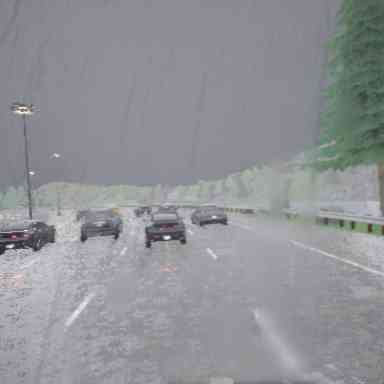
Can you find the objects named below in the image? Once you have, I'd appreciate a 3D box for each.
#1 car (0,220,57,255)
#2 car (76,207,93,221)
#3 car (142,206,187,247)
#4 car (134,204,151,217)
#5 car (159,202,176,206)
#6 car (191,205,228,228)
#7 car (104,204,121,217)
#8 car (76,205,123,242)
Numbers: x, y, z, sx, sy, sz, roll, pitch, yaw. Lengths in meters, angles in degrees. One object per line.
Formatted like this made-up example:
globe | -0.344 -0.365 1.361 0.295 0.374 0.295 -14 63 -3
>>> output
car | -8.561 2.238 17.488 1.837 1.490 4.892 -3 0 -8
car | -13.622 2.770 42.388 1.837 1.490 4.892 -3 0 -16
car | -1.393 1.719 16.656 1.837 1.490 4.892 -3 0 -7
car | -6.122 2.227 41.456 1.837 1.490 4.892 -3 0 -15
car | -3.206 2.055 43.977 1.812 1.442 4.674 -4 0 -16
car | 1.128 1.645 23.670 1.994 1.385 4.181 -4 0 -9
car | -11.453 2.621 47.450 1.882 1.535 5.008 -3 0 -18
car | -5.464 1.882 20.491 2.097 1.767 4.553 -4 0 -8
